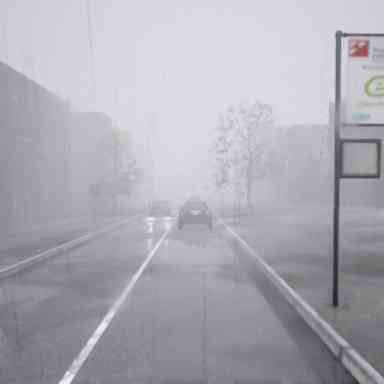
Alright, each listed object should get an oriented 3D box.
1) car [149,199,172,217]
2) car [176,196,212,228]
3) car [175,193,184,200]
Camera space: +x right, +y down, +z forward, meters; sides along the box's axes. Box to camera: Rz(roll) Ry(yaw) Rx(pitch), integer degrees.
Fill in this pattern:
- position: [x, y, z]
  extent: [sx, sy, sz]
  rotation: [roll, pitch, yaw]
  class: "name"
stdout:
- position: [-2.927, 1.485, 31.513]
  extent: [1.837, 1.490, 4.892]
  rotation: [0, 0, 0]
  class: "car"
- position: [0.212, 1.339, 22.241]
  extent: [2.097, 1.767, 4.553]
  rotation: [0, 0, 0]
  class: "car"
- position: [-2.584, 0.931, 72.391]
  extent: [1.882, 1.535, 5.008]
  rotation: [0, 2, 0]
  class: "car"
